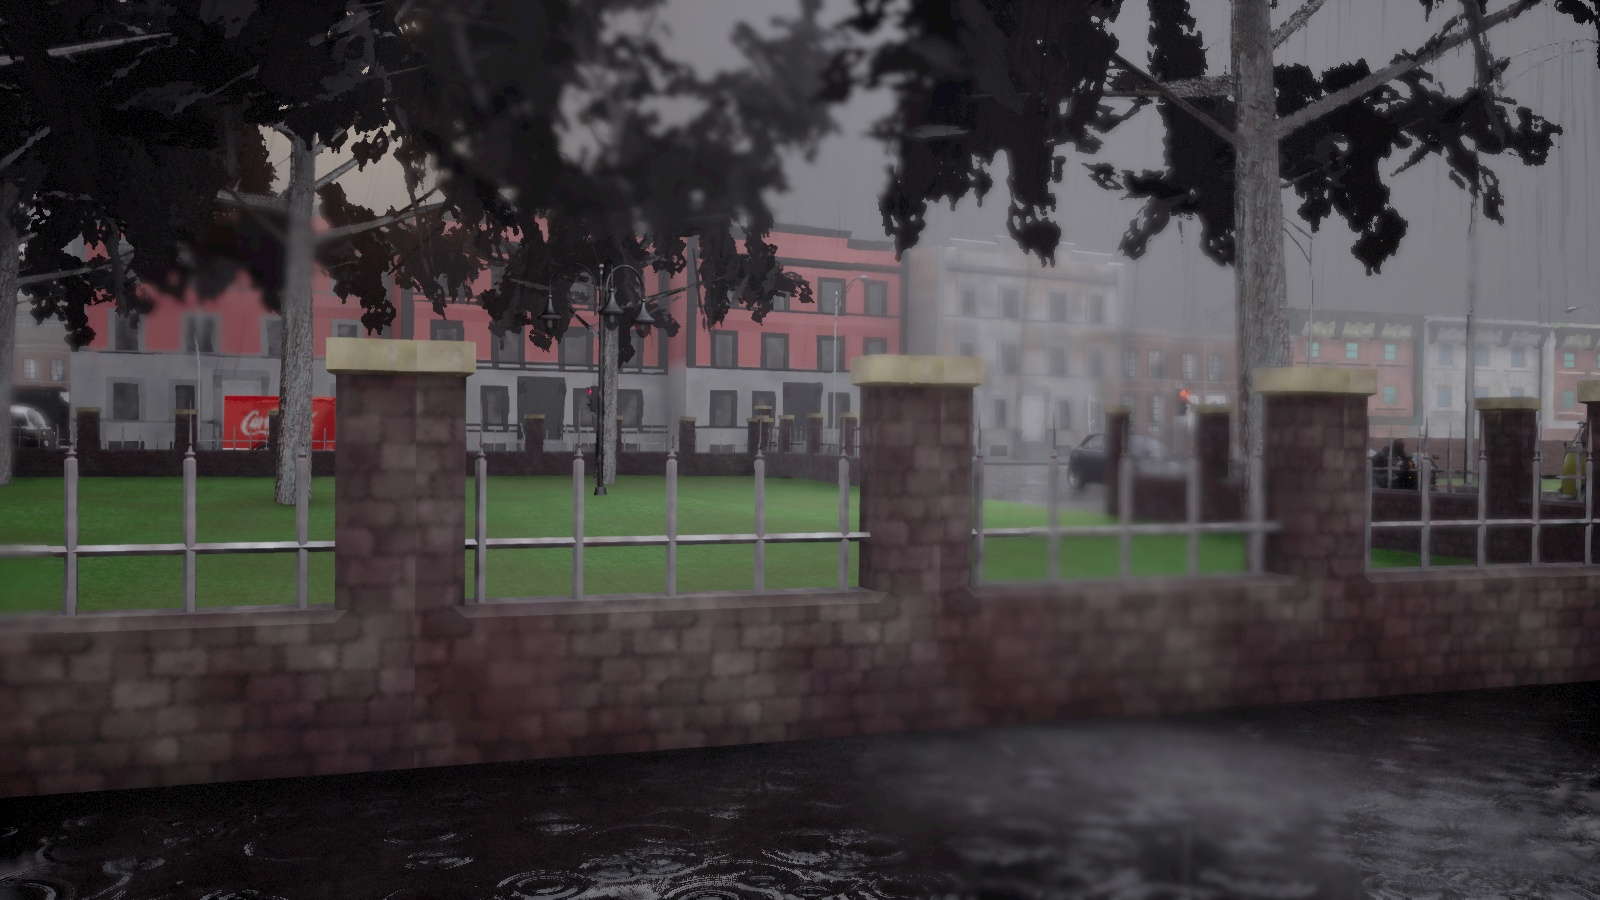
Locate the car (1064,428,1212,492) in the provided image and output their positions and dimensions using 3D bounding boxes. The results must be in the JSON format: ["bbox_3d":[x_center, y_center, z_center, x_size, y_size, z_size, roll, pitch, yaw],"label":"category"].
[{"bbox_3d":[8.459,0.204,31.710,1.845,1.501,3.633,-1,1,-20],"label":"car"}]

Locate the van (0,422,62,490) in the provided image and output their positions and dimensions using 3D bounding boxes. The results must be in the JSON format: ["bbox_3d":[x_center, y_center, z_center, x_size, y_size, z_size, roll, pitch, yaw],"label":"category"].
[{"bbox_3d":[-25.463,0.161,38.583,4.480,2.038,2.069,0,1,-19],"label":"van"}]

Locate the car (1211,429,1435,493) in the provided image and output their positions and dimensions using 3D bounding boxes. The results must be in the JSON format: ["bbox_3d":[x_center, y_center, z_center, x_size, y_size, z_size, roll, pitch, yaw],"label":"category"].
[{"bbox_3d":[12.652,0.207,30.856,2.033,1.411,5.357,-1,1,-19],"label":"car"}]

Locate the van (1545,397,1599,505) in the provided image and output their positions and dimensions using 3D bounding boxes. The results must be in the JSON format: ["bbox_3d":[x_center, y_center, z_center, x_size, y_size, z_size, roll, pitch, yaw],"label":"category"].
[{"bbox_3d":[15.776,0.018,22.248,1.775,1.987,4.442,-1,1,-15],"label":"van"}]

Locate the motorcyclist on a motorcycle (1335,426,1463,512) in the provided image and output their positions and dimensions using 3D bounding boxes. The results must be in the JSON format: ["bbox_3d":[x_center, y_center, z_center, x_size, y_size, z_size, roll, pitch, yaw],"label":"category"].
[{"bbox_3d":[11.227,0.327,23.635,0.866,1.530,2.191,-1,1,-21],"label":"motorcyclist on a motorcycle"}]

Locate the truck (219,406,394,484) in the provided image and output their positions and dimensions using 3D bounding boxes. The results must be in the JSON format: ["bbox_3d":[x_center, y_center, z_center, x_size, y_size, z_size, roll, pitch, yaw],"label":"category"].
[{"bbox_3d":[-16.273,-0.196,41.748,5.204,2.467,2.627,-1,1,-18],"label":"truck"}]
